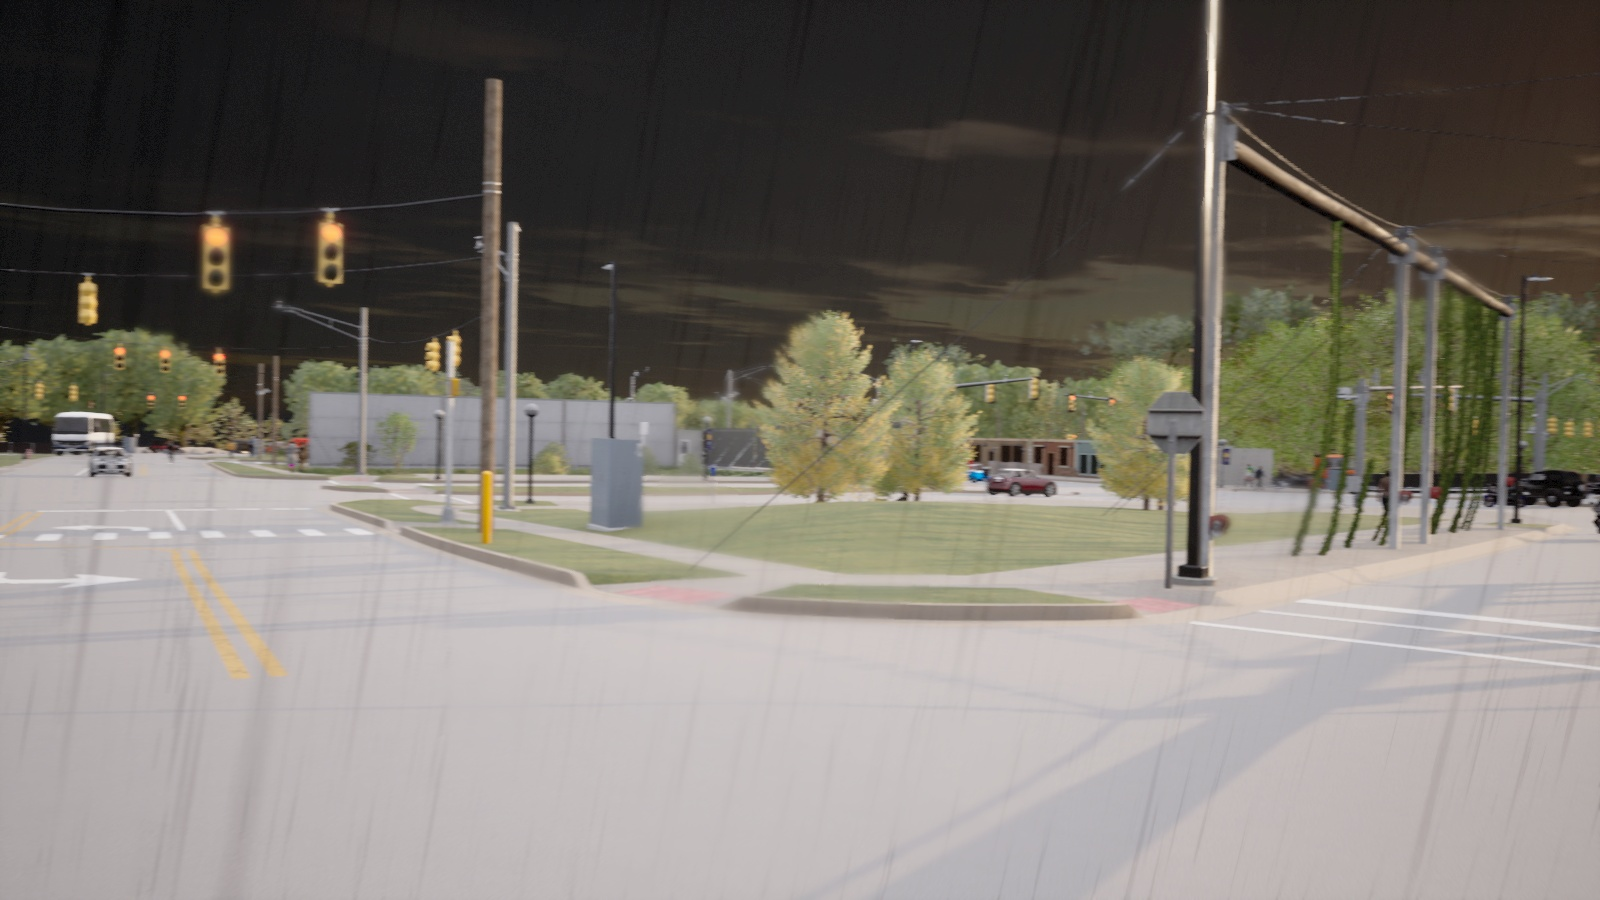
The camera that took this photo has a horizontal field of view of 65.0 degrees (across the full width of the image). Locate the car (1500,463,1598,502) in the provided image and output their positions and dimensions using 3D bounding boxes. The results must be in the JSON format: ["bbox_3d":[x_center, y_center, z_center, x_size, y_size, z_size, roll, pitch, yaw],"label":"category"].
[{"bbox_3d":[37.812,1.618,63.483,1.905,1.878,3.866,0,-1,-26],"label":"car"}]

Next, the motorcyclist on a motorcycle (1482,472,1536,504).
[{"bbox_3d":[34.671,1.842,61.444,0.866,1.530,2.191,0,-1,-28],"label":"motorcyclist on a motorcycle"}]

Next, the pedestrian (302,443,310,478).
[{"bbox_3d":[-28.123,0.587,71.502,0.396,1.930,0.692,0,1,-26],"label":"pedestrian"}]

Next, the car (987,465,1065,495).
[{"bbox_3d":[12.234,1.632,68.039,3.806,1.475,1.970,2,0,-33],"label":"car"}]

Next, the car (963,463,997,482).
[{"bbox_3d":[13.170,1.625,91.878,1.481,1.376,2.207,0,0,-28],"label":"car"}]

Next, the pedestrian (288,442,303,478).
[{"bbox_3d":[-28.047,0.556,69.845,0.659,1.952,0.873,0,1,-28],"label":"pedestrian"}]

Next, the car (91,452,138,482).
[{"bbox_3d":[-35.170,0.859,64.411,1.970,1.475,3.806,0,0,-31],"label":"car"}]

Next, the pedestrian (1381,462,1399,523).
[{"bbox_3d":[18.028,1.285,38.385,0.328,1.805,0.869,2,1,35],"label":"pedestrian"}]

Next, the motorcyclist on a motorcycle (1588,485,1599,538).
[{"bbox_3d":[24.507,1.859,37.942,0.866,1.530,2.191,2,0,39],"label":"motorcyclist on a motorcycle"}]
